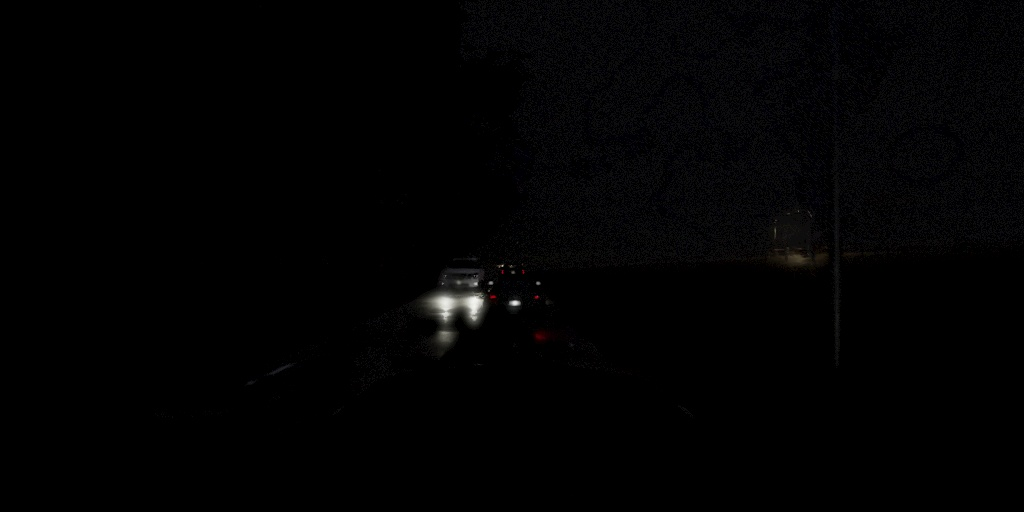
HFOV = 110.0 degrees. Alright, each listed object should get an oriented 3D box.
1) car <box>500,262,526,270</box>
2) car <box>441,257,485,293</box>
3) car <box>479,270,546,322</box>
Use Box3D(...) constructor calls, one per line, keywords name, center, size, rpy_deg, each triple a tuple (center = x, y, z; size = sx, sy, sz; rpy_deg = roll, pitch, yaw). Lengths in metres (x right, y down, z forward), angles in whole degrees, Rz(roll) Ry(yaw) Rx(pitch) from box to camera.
Box3D(name="car", center=(0.075, 1.277, 29.066), size=(2.097, 1.767, 4.553), rpy_deg=(0, 0, 0))
Box3D(name="car", center=(-2.867, 1.097, 22.126), size=(2.150, 2.045, 5.566), rpy_deg=(0, 0, 0))
Box3D(name="car", center=(0.089, 1.375, 12.639), size=(1.994, 1.385, 4.181), rpy_deg=(0, 0, 0))
